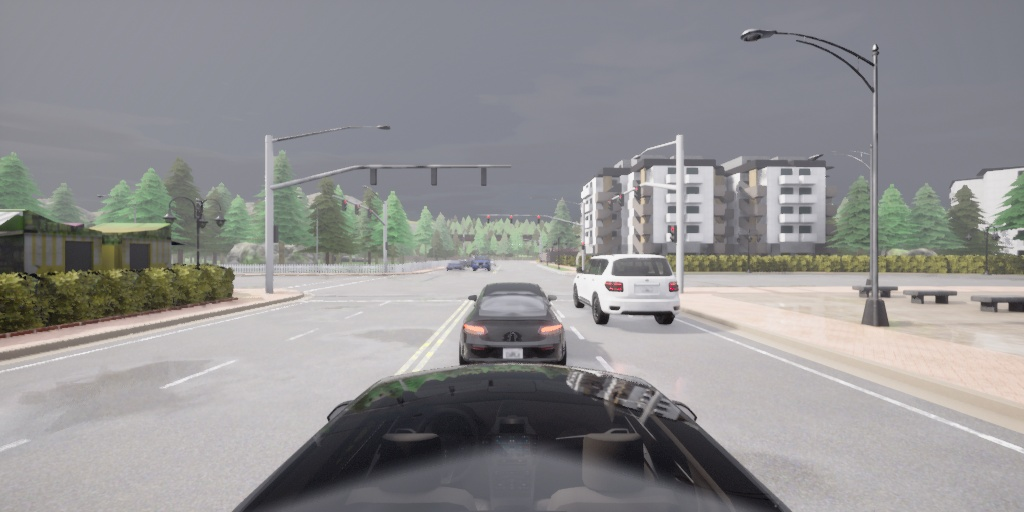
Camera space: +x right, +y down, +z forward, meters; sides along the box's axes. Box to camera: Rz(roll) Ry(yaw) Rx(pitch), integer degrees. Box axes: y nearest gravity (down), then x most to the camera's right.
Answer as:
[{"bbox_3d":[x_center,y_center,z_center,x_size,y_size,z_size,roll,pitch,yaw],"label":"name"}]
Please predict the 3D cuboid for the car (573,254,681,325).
[{"bbox_3d":[3.493,0.971,11.956,2.150,2.045,5.566,0,0,0],"label":"car"}]

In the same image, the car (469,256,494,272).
[{"bbox_3d":[-3.975,0.971,47.598,2.150,2.045,5.566,0,0,-1],"label":"car"}]

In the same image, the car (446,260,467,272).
[{"bbox_3d":[-7.459,1.274,47.447,1.812,1.442,4.674,0,0,0],"label":"car"}]

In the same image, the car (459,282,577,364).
[{"bbox_3d":[0.011,1.276,7.593,1.812,1.442,4.674,0,0,0],"label":"car"}]

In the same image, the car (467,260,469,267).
[{"bbox_3d":[-7.326,1.312,61.566,1.994,1.385,4.181,0,0,11],"label":"car"}]
